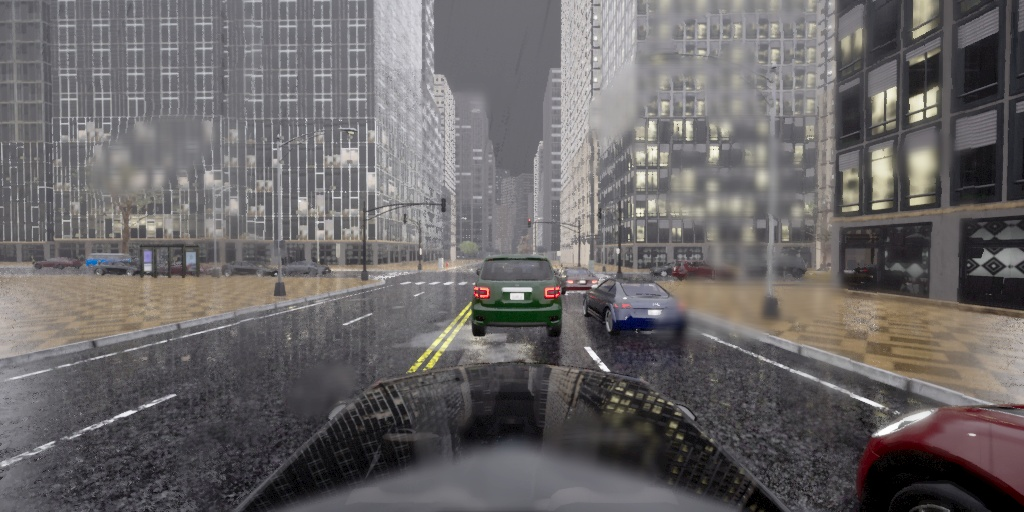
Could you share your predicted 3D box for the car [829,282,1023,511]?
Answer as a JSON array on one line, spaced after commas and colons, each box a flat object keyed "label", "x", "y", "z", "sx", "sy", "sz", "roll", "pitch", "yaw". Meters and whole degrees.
[{"label": "car", "x": 3.344, "y": 1.103, "z": 0.464, "sx": 2.097, "sy": 1.767, "sz": 4.553, "roll": 0, "pitch": 0, "yaw": 0}]

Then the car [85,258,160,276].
[{"label": "car", "x": -34.034, "y": 1.069, "z": 31.480, "sx": 4.313, "sy": 1.339, "sz": 1.948, "roll": 0, "pitch": 0, "yaw": 1}]

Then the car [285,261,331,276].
[{"label": "car", "x": -19.397, "y": 1.157, "z": 33.784, "sx": 4.181, "sy": 1.385, "sz": 1.994, "roll": 1, "pitch": 1, "yaw": 1}]

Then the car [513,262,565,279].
[{"label": "car", "x": 2.492, "y": 1.316, "z": 33.372, "sx": 4.674, "sy": 1.442, "sz": 1.812, "roll": 1, "pitch": 1, "yaw": 1}]

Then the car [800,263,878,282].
[{"label": "car", "x": 27.701, "y": 1.578, "z": 30.322, "sx": 4.829, "sy": 1.417, "sz": 1.751, "roll": 0, "pitch": 0, "yaw": 1}]

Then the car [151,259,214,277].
[{"label": "car", "x": -28.354, "y": 1.138, "z": 31.295, "sx": 4.207, "sy": 1.307, "sz": 1.802, "roll": 0, "pitch": 0, "yaw": 1}]

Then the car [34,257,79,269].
[{"label": "car", "x": -50.890, "y": 0.793, "z": 40.291, "sx": 4.207, "sy": 1.307, "sz": 1.802, "roll": 0, "pitch": 0, "yaw": 1}]

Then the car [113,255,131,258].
[{"label": "car", "x": -34.183, "y": 0.950, "z": 34.117, "sx": 4.902, "sy": 1.511, "sz": 2.128, "roll": 1, "pitch": 1, "yaw": 1}]

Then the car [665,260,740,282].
[{"label": "car", "x": 16.253, "y": 1.269, "z": 30.542, "sx": 5.009, "sy": 1.841, "sz": 2.192, "roll": 0, "pitch": 0, "yaw": 1}]

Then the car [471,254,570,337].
[{"label": "car", "x": 0.118, "y": 0.967, "z": 10.415, "sx": 2.150, "sy": 2.045, "sz": 5.566, "roll": 0, "pitch": 0, "yaw": 0}]

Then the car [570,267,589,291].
[{"label": "car", "x": 3.390, "y": 1.288, "z": 19.750, "sx": 2.033, "sy": 1.411, "sz": 5.357, "roll": 0, "pitch": 0, "yaw": 0}]

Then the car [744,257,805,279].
[{"label": "car", "x": 26.563, "y": 1.172, "z": 36.122, "sx": 5.566, "sy": 2.045, "sz": 2.150, "roll": 1, "pitch": 1, "yaw": 1}]

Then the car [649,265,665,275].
[{"label": "car", "x": 16.486, "y": 1.367, "z": 36.343, "sx": 4.892, "sy": 1.490, "sz": 1.837, "roll": 0, "pitch": 1, "yaw": -1}]

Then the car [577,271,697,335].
[{"label": "car", "x": 3.374, "y": 1.310, "z": 10.508, "sx": 1.994, "sy": 1.385, "sz": 4.181, "roll": 0, "pitch": 0, "yaw": -1}]

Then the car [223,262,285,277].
[{"label": "car", "x": -22.670, "y": 1.174, "z": 31.150, "sx": 4.313, "sy": 1.339, "sz": 1.948, "roll": 0, "pitch": 0, "yaw": 1}]

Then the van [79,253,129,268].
[{"label": "van", "x": -45.208, "y": 0.605, "z": 40.164, "sx": 3.998, "sy": 1.789, "sz": 1.690, "roll": 0, "pitch": 0, "yaw": 1}]
